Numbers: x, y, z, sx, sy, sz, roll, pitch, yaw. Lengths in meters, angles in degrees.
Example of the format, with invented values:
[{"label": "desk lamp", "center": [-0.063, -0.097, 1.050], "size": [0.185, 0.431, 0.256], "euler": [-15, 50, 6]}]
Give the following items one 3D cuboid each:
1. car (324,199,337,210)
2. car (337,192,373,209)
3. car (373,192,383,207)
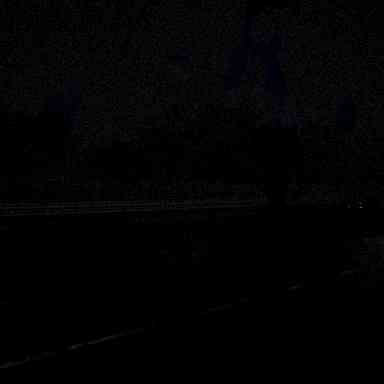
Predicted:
[{"label": "car", "center": [17.290, 1.350, 37.811], "size": [5.357, 1.411, 2.033], "euler": [0, 0, -35]}, {"label": "car", "center": [17.497, 1.037, 33.662], "size": [5.566, 2.045, 2.150], "euler": [0, 0, -35]}, {"label": "car", "center": [19.532, 1.037, 30.816], "size": [5.566, 2.045, 2.150], "euler": [0, 0, -35]}]
